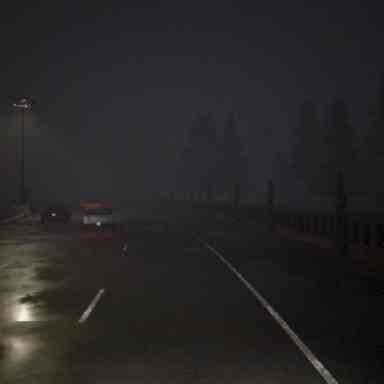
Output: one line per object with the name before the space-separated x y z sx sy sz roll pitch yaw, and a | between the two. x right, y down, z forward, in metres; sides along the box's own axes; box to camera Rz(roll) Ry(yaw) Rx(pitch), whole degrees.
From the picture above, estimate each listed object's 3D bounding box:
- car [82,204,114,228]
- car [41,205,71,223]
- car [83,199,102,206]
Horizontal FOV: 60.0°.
car | -6.398 1.737 23.174 1.895 1.301 4.718 0 0 -13
car | -11.156 1.740 27.426 1.994 1.385 4.181 0 0 -16
car | -11.935 1.590 39.962 2.097 1.767 4.553 0 0 -22
